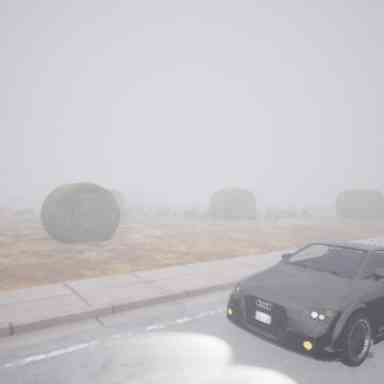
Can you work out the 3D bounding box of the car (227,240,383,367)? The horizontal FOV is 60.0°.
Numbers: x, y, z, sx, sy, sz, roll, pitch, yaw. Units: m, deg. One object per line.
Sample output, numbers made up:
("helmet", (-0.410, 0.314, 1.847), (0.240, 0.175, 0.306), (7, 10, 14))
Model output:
("car", (2.630, 1.606, 5.871), (4.181, 1.385, 1.994), (0, 0, -36))
